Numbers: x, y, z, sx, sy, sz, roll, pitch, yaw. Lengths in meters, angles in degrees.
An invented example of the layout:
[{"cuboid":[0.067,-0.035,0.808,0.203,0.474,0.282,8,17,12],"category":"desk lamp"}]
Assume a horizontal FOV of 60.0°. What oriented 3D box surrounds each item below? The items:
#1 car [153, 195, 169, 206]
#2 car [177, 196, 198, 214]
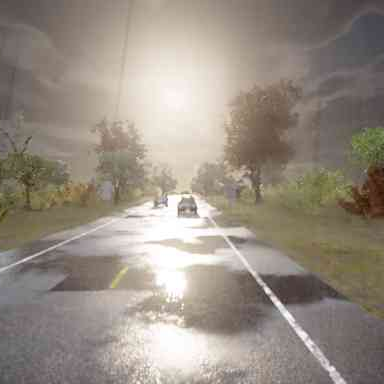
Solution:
[{"cuboid":[-4.168,1.162,45.453,2.128,1.511,4.902,0,0,-1],"category":"car"},{"cuboid":[-0.433,1.329,31.167,1.895,1.301,4.718,0,0,0],"category":"car"}]
